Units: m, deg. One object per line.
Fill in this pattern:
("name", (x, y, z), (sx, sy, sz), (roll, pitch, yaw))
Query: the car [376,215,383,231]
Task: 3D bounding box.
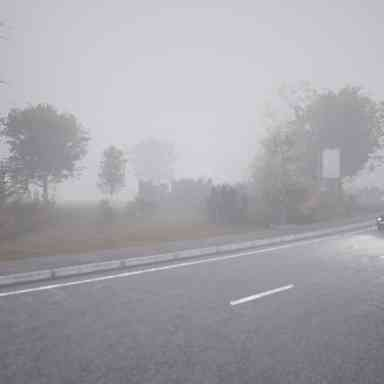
("car", (12.342, 1.565, 19.302), (4.718, 1.301, 1.895), (0, 0, -45))
